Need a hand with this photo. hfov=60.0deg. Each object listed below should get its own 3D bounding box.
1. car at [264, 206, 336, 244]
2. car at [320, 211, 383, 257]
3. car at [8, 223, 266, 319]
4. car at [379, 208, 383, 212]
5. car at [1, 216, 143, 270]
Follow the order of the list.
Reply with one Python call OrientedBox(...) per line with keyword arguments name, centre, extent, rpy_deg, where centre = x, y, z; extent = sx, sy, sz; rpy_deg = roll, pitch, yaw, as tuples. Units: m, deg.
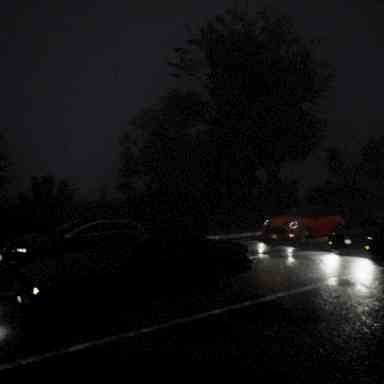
OrientedBox(name="car", centre=(5.634, 1.501, 16.692), extent=(4.553, 1.767, 2.097), rpy_deg=(1, 0, -36))
OrientedBox(name="car", centre=(7.493, 1.710, 13.722), extent=(4.181, 1.385, 1.994), rpy_deg=(1, 0, -36))
OrientedBox(name="car", centre=(-0.973, 1.586, 7.614), extent=(5.357, 1.411, 2.033), rpy_deg=(1, 0, -36))
OrientedBox(name="car", centre=(13.861, 1.746, 22.776), extent=(4.902, 1.511, 2.128), rpy_deg=(1, 0, -37))
OrientedBox(name="car", centre=(-3.125, 1.530, 10.378), extent=(4.902, 1.511, 2.128), rpy_deg=(1, -1, -36))
